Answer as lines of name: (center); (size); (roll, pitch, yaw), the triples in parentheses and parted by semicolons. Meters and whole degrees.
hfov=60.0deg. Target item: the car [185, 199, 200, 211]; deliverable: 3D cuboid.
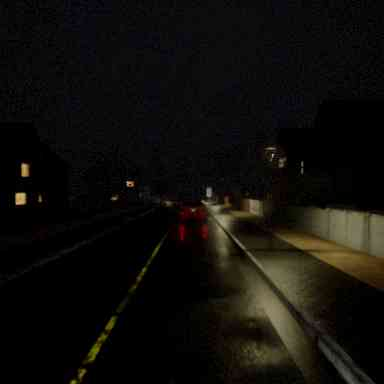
car: (0.088, 1.663, 43.363); (1.895, 1.301, 4.718); (0, 0, 0)

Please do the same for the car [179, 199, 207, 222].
car: (0.095, 1.375, 26.487); (2.097, 1.767, 4.553); (0, 0, 0)
